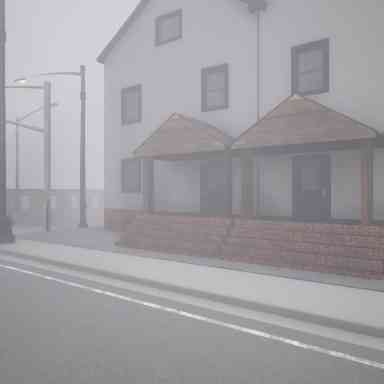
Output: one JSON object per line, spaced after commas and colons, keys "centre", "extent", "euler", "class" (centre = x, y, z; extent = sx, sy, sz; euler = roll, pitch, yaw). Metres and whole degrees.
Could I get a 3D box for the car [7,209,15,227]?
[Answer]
{"centre": [-16.444, 1.844, 26.016], "extent": [2.097, 1.767, 4.553], "euler": [0, -8, 36], "class": "car"}
